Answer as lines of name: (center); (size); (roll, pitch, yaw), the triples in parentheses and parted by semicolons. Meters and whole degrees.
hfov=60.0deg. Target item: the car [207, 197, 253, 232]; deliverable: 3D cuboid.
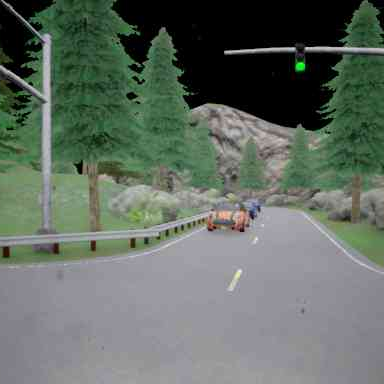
car: (2.310, 1.383, 20.322); (2.097, 1.767, 4.553); (0, 0, 15)

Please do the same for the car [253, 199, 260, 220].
car: (4.653, 1.522, 29.154); (1.882, 1.535, 5.008); (0, 0, 15)
